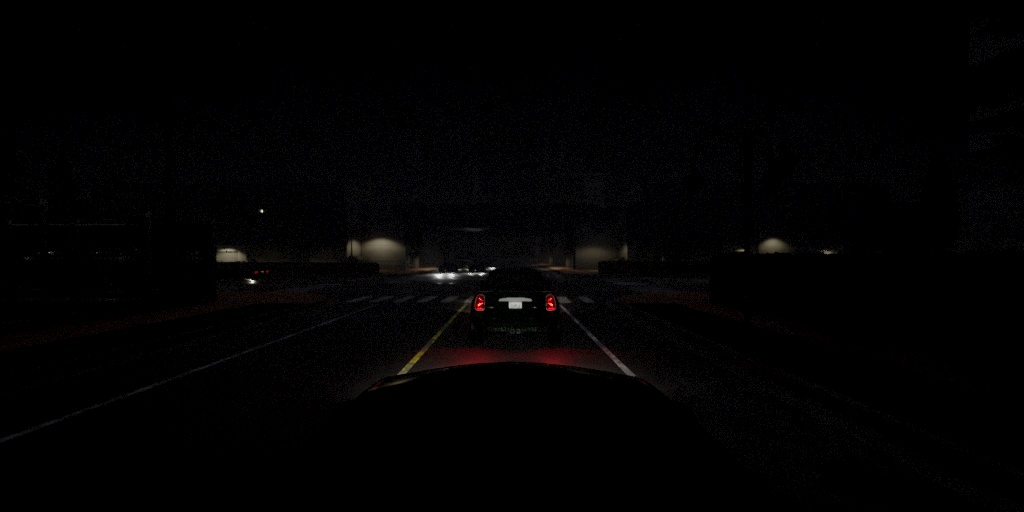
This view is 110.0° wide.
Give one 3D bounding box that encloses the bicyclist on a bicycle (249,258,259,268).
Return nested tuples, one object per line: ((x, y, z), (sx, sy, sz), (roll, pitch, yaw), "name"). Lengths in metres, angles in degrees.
((-26.027, 1.052, 36.261), (0.582, 1.620, 1.656), (0, 0, 0), "bicyclist on a bicycle")

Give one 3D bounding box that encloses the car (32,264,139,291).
((-25.168, 1.236, 21.273), (5.008, 1.535, 1.882), (0, 0, 1), "car")

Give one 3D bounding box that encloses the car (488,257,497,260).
((-4.190, 1.340, 63.685), (1.895, 1.301, 4.718), (0, 0, 1), "car")

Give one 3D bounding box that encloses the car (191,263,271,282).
((-22.309, 1.302, 28.478), (5.357, 1.411, 2.033), (0, 0, 0), "car")

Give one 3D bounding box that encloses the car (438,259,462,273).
((-7.742, 1.349, 43.943), (1.895, 1.301, 4.718), (0, 0, 0), "car")

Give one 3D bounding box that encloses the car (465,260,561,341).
((0.072, 1.098, 10.006), (2.097, 1.767, 4.553), (0, 0, 0), "car")

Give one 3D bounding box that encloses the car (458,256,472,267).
((-7.719, 0.965, 59.626), (2.150, 2.045, 5.566), (0, 0, 0), "car")

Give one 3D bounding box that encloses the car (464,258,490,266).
((-4.242, 1.296, 44.191), (2.033, 1.411, 5.357), (0, 0, 0), "car")
